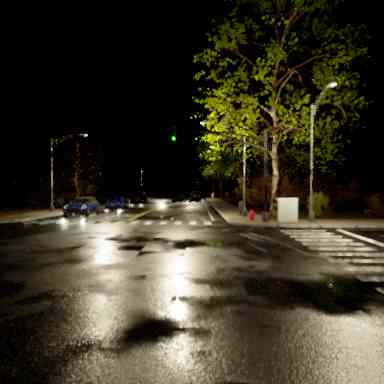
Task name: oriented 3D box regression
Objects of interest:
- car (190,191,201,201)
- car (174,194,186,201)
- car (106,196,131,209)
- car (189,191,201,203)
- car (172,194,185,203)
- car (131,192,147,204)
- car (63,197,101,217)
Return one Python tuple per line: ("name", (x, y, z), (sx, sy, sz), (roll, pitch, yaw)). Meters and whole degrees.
("car", (0.764, 0.834, 70.444), (2.150, 2.045, 5.566), (0, 0, 1))
("car", (-2.486, 1.133, 70.472), (2.128, 1.511, 4.902), (0, 0, 1))
("car", (-9.547, 1.316, 42.580), (1.882, 1.535, 5.008), (0, 0, 1))
("car", (0.591, 1.113, 60.385), (2.097, 1.767, 4.553), (0, 0, 1))
("car", (-2.665, 1.309, 60.056), (2.033, 1.411, 5.357), (0, 0, 1))
("car", (-9.224, 0.988, 58.297), (2.150, 2.045, 5.566), (0, 0, 2))
("car", (-9.778, 1.243, 29.785), (2.097, 1.767, 4.553), (0, 0, 1))
